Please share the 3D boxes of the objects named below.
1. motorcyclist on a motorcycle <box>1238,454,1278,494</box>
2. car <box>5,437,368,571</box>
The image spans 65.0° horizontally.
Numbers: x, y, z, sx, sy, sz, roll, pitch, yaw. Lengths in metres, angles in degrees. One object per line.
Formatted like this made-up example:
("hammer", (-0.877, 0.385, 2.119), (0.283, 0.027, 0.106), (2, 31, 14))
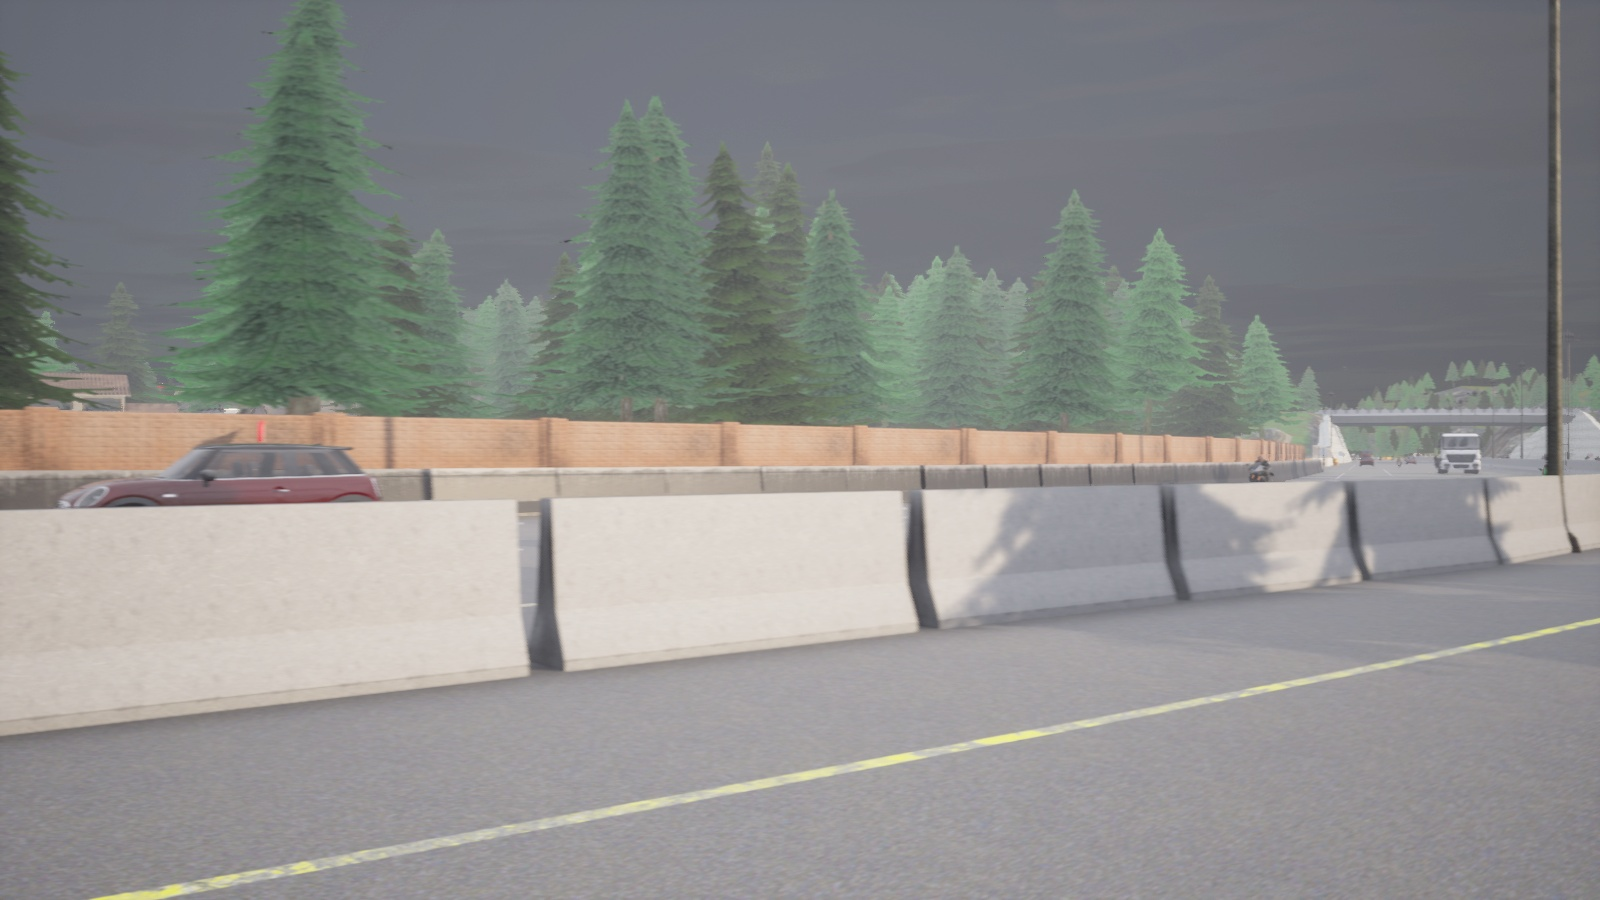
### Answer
("motorcyclist on a motorcycle", (18.220, 0.941, 49.937), (0.866, 1.530, 2.191), (-1, -1, 38))
("car", (-9.075, 0.719, 18.725), (4.553, 1.767, 2.097), (0, 0, -36))
